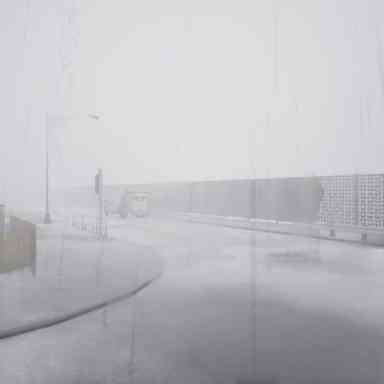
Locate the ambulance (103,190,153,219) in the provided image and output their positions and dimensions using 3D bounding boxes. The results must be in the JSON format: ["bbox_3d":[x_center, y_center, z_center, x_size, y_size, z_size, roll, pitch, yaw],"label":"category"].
[{"bbox_3d":[-5.897,1.031,29.297,2.351,2.431,6.366,0,0,-35],"label":"ambulance"}]
